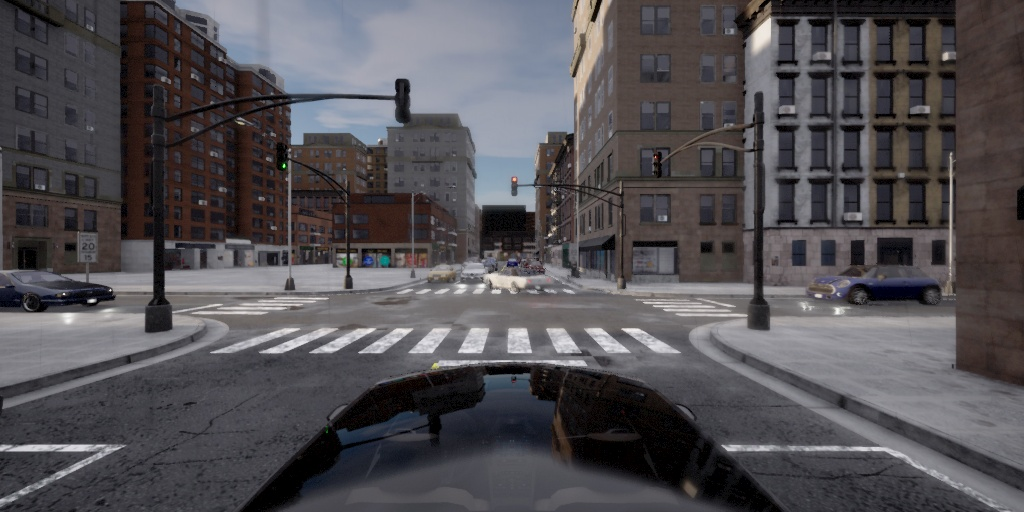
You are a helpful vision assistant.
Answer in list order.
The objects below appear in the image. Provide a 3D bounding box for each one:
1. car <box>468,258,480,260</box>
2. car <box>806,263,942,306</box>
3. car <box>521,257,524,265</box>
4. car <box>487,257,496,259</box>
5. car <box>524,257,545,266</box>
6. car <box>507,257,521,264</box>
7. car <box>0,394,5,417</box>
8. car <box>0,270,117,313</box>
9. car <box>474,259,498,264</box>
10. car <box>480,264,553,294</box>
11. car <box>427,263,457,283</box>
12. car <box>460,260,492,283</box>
[{"bbox_3d":[-5.404,1.302,45.121,2.007,1.370,4.403,0,0,0],"label":"car"},{"bbox_3d":[15.869,1.190,15.926,4.553,1.767,2.097,0,0,0],"label":"car"},{"bbox_3d":[2.621,1.066,45.124,2.192,1.841,5.009,0,0,0],"label":"car"},{"bbox_3d":[-2.852,1.244,48.095,2.128,1.511,4.902,0,0,0],"label":"car"},{"bbox_3d":[2.624,1.191,39.462,1.967,1.591,4.097,0,0,0],"label":"car"},{"bbox_3d":[0.083,1.231,61.562,1.882,1.535,5.008,0,0,0],"label":"car"},{"bbox_3d":[-5.388,1.300,1.290,2.007,1.370,4.403,0,0,0],"label":"car"},{"bbox_3d":[-17.807,1.216,12.935,5.357,1.411,2.033,0,0,0],"label":"car"},{"bbox_3d":[-2.850,1.315,37.898,1.994,1.385,4.181,0,0,1],"label":"car"},{"bbox_3d":[0.215,1.349,20.580,1.895,1.301,4.718,0,0,-32],"label":"car"},{"bbox_3d":[-5.397,1.276,27.965,1.751,1.417,4.829,0,0,0],"label":"car"},{"bbox_3d":[-2.856,1.276,28.106,1.812,1.442,4.674,0,0,0],"label":"car"}]
